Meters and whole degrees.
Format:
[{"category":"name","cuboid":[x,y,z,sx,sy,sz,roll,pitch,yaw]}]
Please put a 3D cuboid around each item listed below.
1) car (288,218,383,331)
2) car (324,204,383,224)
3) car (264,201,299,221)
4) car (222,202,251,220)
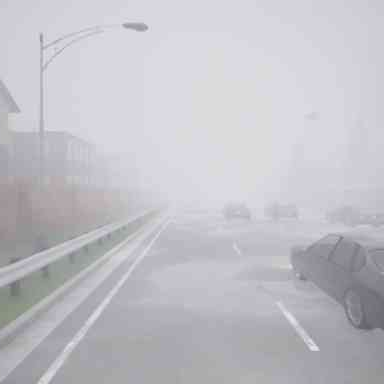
[{"category":"car","cuboid":[3.562,1.536,6.800,2.033,1.411,5.357,0,0,0]},{"category":"car","cuboid":[10.559,1.510,21.802,2.033,1.411,5.357,0,0,0]},{"category":"car","cuboid":[7.078,1.445,26.677,2.128,1.511,4.902,0,0,0]},{"category":"car","cuboid":[3.579,1.516,27.299,1.994,1.385,4.181,0,0,0]}]
